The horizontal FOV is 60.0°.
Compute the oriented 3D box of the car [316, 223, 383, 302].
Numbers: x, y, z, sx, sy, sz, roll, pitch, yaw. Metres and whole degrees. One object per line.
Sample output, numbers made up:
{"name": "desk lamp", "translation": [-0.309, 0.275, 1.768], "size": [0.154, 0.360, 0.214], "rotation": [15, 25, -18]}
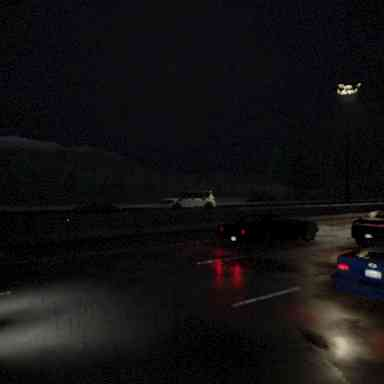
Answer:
{"name": "car", "translation": [5.357, 1.544, 7.518], "size": [5.357, 1.411, 2.033], "rotation": [0, 0, -35]}

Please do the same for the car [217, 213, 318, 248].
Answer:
{"name": "car", "translation": [3.496, 1.596, 14.772], "size": [4.718, 1.301, 1.895], "rotation": [0, 0, -35]}

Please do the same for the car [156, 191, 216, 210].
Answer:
{"name": "car", "translation": [-0.419, 0.871, 29.266], "size": [5.566, 2.045, 2.150], "rotation": [0, 0, -35]}

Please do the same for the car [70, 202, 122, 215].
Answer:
{"name": "car", "translation": [-8.120, 1.559, 28.192], "size": [4.181, 1.385, 1.994], "rotation": [0, 0, -35]}

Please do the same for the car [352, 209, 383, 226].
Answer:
{"name": "car", "translation": [8.760, 1.485, 14.203], "size": [4.902, 1.511, 2.128], "rotation": [0, 0, -35]}
